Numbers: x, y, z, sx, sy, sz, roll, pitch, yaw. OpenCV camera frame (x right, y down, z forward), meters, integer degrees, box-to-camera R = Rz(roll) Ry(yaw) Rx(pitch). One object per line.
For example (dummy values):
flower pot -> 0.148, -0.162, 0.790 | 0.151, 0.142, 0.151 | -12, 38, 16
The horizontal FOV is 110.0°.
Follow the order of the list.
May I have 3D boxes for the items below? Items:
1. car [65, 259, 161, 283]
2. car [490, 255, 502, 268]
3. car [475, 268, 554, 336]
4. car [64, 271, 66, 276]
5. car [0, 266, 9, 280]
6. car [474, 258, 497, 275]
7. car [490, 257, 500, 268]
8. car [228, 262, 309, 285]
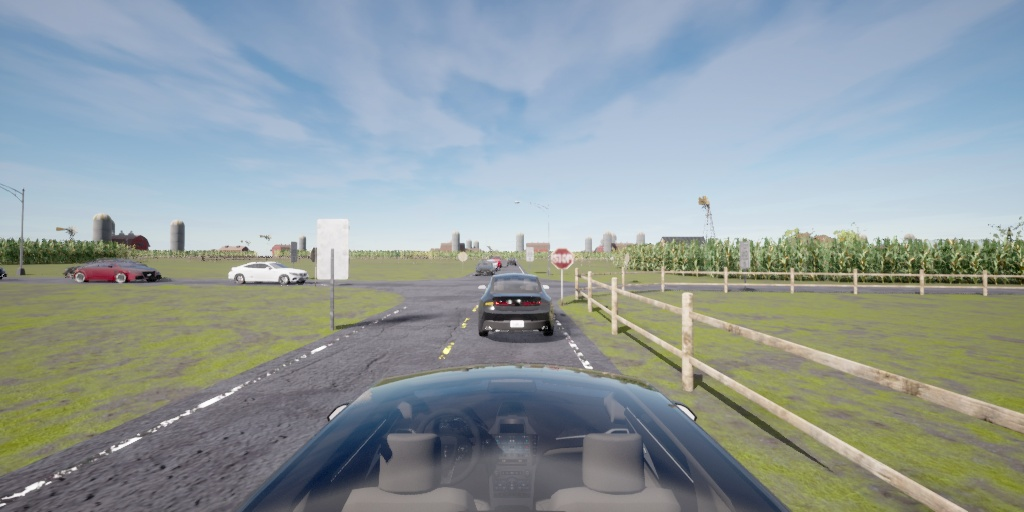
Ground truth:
car -> -25.574, 1.030, 23.332 | 4.181, 1.385, 1.994 | 1, -1, 1
car -> -2.852, 0.935, 60.983 | 2.150, 2.045, 5.566 | 0, 0, 0
car -> 0.066, 1.256, 10.355 | 1.837, 1.490, 4.892 | 0, 0, -1
car -> -29.677, 0.956, 26.287 | 4.902, 1.511, 2.128 | 1, -1, 0
car -> -36.129, 0.864, 23.362 | 4.892, 1.490, 1.837 | 1, -1, 0
car -> -2.678, 1.246, 35.851 | 1.837, 1.490, 4.892 | 0, 0, -4
car -> -2.878, 1.258, 47.122 | 1.812, 1.442, 4.674 | 0, 0, 0
car -> -15.725, 1.095, 23.263 | 4.674, 1.442, 1.812 | 1, -1, 2
